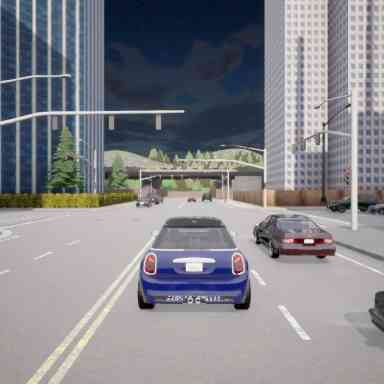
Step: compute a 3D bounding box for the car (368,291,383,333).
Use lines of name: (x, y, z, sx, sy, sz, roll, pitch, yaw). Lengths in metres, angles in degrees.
car: (3.599, 1.547, 2.573, 2.033, 1.411, 5.357, 0, 0, 0)

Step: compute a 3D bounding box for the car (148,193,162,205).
car: (-7.110, 1.221, 59.648, 2.150, 2.045, 5.566, 0, 0, 0)

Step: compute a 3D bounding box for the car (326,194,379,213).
car: (17.820, 1.221, 36.622, 5.566, 2.045, 2.150, 0, 0, 0)

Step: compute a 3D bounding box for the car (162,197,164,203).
car: (-7.045, 1.552, 69.514, 1.994, 1.385, 4.181, 0, 0, 0)

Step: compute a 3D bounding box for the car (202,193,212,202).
car: (3.450, 1.202, 77.733, 2.150, 2.045, 5.566, 0, 0, 0)

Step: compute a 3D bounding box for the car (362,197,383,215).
car: (19.999, 1.526, 33.089, 4.674, 1.442, 1.812, 0, 0, 0)

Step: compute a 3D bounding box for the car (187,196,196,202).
car: (-0.030, 1.596, 72.250, 1.895, 1.301, 4.718, 0, 0, 0)

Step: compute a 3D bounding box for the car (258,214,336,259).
car: (3.602, 1.547, 12.641, 2.033, 1.411, 5.357, 0, 0, 1)

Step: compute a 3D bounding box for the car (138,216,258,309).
car: (0.054, 1.352, 8.012, 2.097, 1.767, 4.553, 0, 0, 0)

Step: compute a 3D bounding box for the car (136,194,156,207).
car: (-7.127, 1.491, 49.781, 2.128, 1.511, 4.902, 0, 0, 0)
